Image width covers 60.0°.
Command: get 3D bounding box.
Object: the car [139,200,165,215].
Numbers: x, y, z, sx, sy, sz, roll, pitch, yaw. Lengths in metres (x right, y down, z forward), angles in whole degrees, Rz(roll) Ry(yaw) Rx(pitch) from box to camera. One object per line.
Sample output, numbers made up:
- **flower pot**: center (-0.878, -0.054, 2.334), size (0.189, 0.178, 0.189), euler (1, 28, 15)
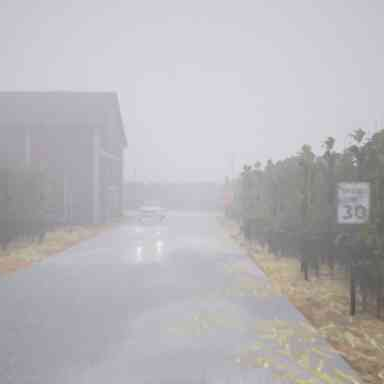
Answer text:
- **car**: center (-3.100, 1.376, 26.277), size (1.812, 1.442, 4.674), euler (0, 0, 0)
